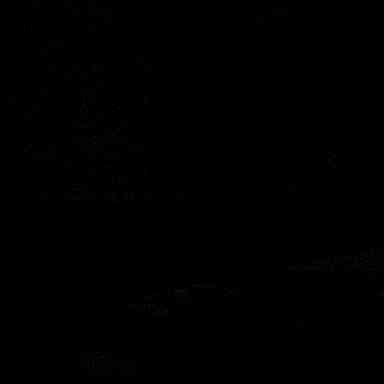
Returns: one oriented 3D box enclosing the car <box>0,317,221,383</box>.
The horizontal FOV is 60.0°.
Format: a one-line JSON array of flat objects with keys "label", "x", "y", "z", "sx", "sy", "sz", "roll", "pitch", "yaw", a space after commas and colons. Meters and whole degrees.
[{"label": "car", "x": -1.819, "y": 1.526, "z": 1.465, "sx": 4.674, "sy": 1.442, "sz": 1.812, "roll": 0, "pitch": 0, "yaw": -35}]
